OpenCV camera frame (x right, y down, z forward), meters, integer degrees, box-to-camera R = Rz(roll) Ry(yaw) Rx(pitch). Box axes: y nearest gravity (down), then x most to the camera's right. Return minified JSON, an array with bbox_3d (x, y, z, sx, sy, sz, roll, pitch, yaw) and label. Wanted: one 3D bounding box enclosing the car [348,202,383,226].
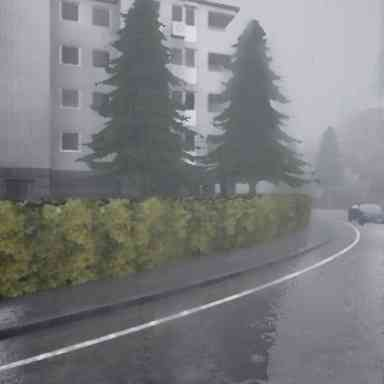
[{"bbox_3d":[12.093,1.474,22.889,1.812,1.442,4.674,0,0,12],"label":"car"}]
